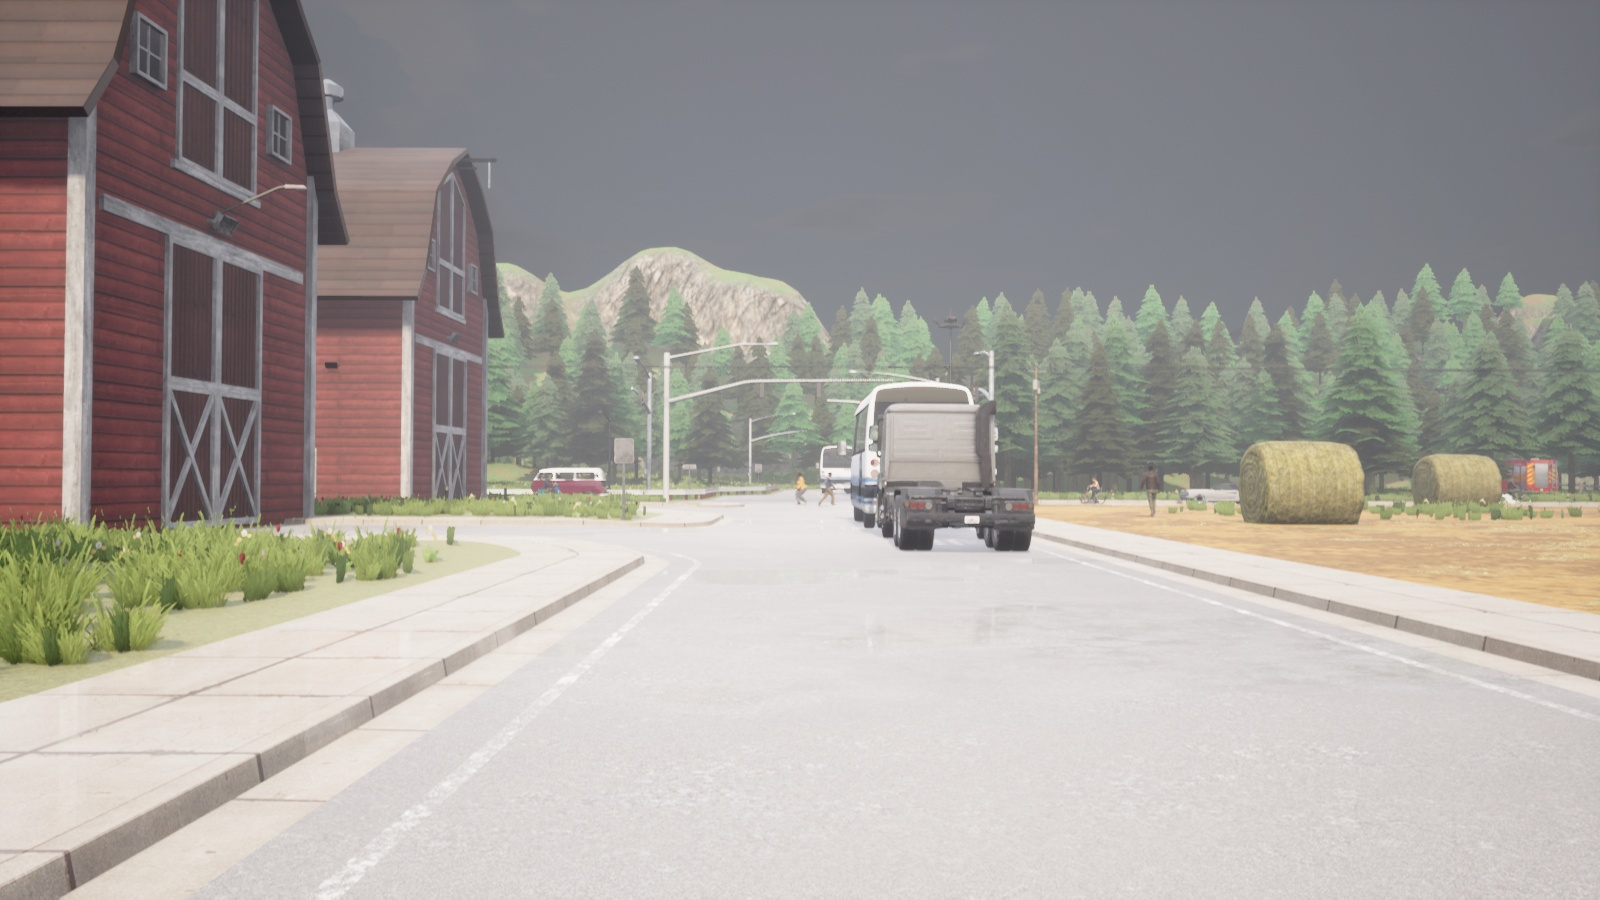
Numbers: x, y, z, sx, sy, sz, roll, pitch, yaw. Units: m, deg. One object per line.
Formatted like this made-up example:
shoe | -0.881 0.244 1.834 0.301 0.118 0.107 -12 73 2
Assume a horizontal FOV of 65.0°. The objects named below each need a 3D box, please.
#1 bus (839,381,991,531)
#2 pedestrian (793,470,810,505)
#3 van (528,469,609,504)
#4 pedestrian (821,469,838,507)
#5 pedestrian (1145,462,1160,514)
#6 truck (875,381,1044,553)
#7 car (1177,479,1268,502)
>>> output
bus | 3.421 0.271 40.699 3.944 4.253 10.273 0 -1 0
pedestrian | 0.082 2.009 67.158 0.900 1.855 0.874 0 -1 -2
van | -13.831 2.179 75.185 4.480 2.038 2.069 0 -1 0
pedestrian | 1.508 1.943 64.239 0.788 1.949 0.423 0 -1 -3
pedestrian | 12.610 1.351 44.977 0.431 1.840 0.703 0 -1 9
truck | 3.448 0.413 29.231 2.891 3.462 7.936 0 -1 0
car | 25.044 2.387 74.557 4.718 1.301 1.895 0 -1 1
